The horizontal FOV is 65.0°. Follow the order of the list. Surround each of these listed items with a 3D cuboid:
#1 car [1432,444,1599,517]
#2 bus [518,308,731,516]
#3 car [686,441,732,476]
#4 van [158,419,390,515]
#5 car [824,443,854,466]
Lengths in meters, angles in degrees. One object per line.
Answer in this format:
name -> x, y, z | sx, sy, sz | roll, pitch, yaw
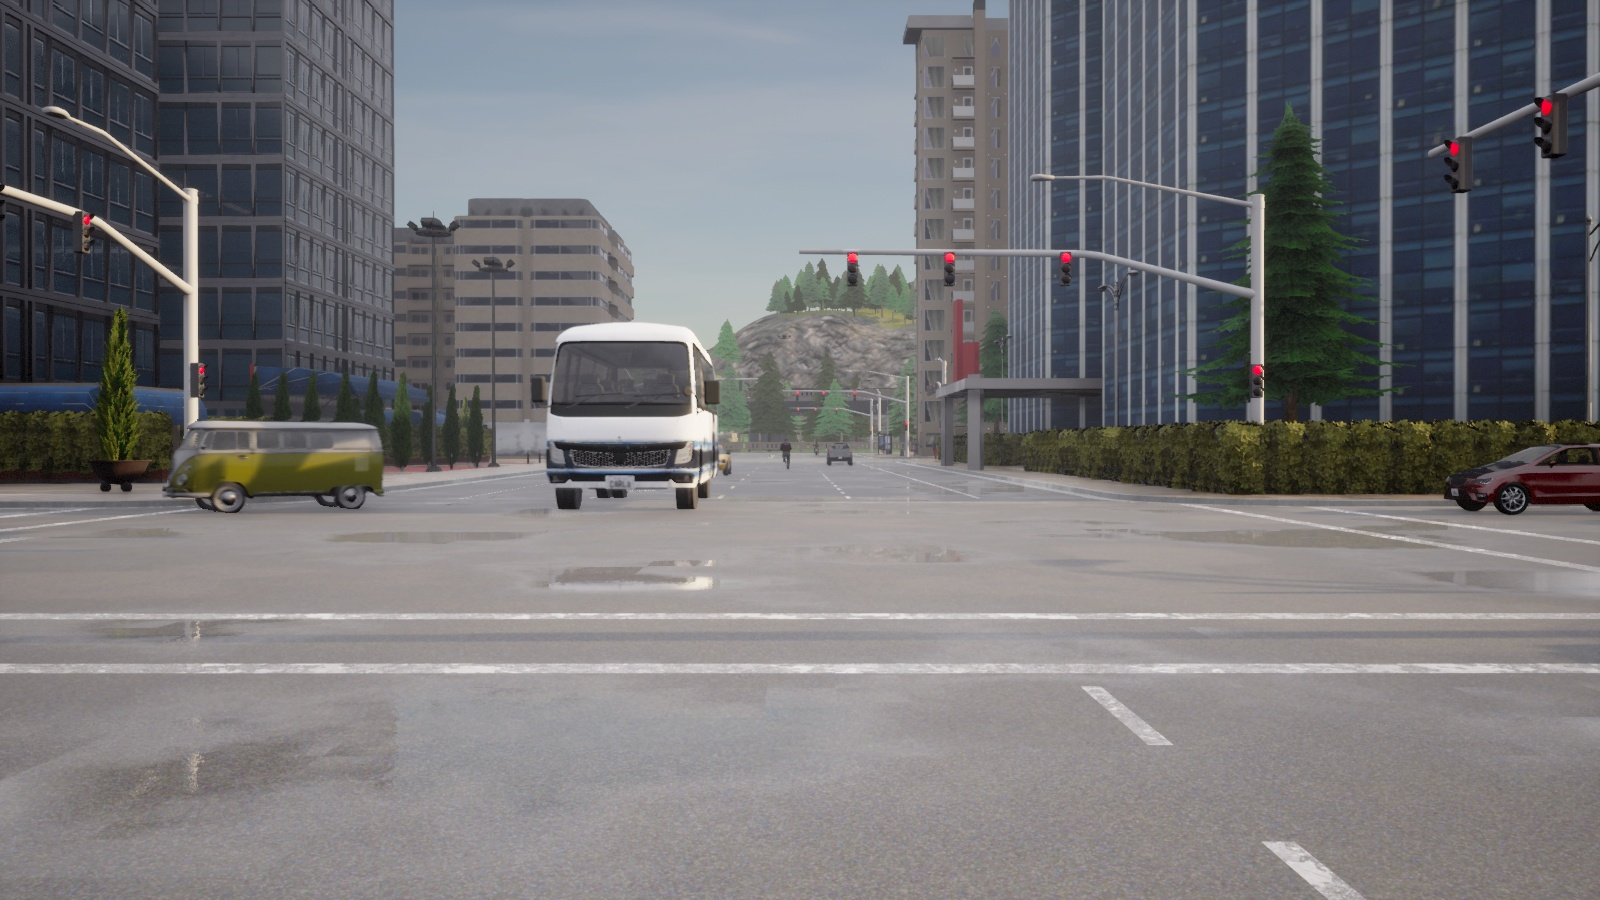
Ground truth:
car -> 15.923, 0.623, 26.546 | 4.193, 1.474, 1.816 | 0, 0, 0
bus -> -3.875, -0.807, 30.877 | 3.944, 4.253, 10.273 | 0, 0, -1
car -> -4.158, 0.353, 58.326 | 1.801, 1.575, 5.366 | 0, 0, -1
van -> -11.601, 0.332, 27.836 | 4.442, 1.987, 1.775 | 0, 1, -37
car -> 2.611, 0.288, 84.003 | 1.845, 1.501, 3.633 | 0, 0, -1
